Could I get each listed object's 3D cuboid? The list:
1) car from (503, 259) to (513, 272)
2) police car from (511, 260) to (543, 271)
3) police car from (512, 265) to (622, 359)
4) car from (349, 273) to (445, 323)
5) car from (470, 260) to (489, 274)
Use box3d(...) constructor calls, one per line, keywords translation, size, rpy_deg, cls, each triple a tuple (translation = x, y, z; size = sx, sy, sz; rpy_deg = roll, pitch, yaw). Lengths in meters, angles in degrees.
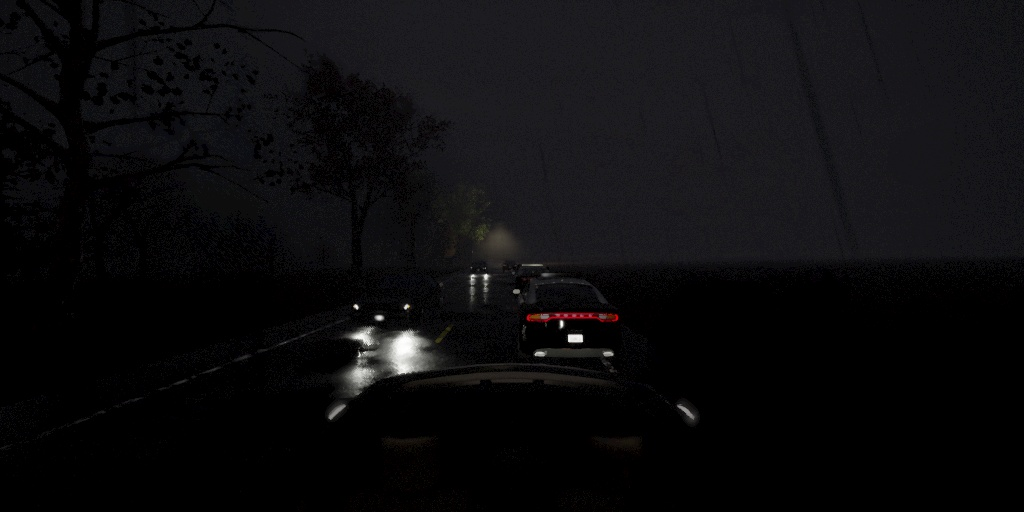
box3d(translation=(-0.237, 1.345, 47.185), size=(1.994, 1.385, 4.181), rpy_deg=(0, 0, 0), cls="car")
box3d(translation=(1.037, 1.181, 18.592), size=(1.930, 1.638, 5.238), rpy_deg=(0, 0, 0), cls="police car")
box3d(translation=(1.059, 1.176, 8.582), size=(1.930, 1.638, 5.238), rpy_deg=(0, 0, 0), cls="police car")
box3d(translation=(-3.598, 1.300, 12.395), size=(2.033, 1.411, 5.357), rpy_deg=(0, 0, 0), cls="car")
box3d(translation=(-3.702, 1.280, 41.299), size=(1.837, 1.490, 4.892), rpy_deg=(0, 0, -1), cls="car")
